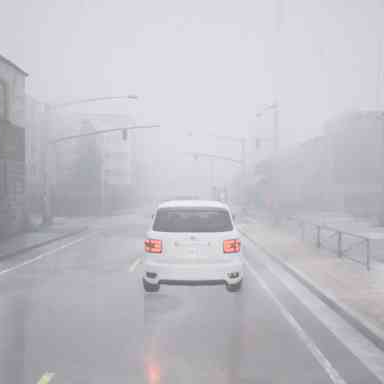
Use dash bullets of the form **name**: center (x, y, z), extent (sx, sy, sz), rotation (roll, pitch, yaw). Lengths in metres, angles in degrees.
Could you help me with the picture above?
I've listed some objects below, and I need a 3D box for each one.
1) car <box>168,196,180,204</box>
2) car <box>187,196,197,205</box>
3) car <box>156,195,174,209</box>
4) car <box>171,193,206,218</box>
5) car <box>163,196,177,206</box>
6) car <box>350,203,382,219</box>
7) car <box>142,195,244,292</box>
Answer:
- **car**: center (-3.643, 1.547, 67.582), extent (2.033, 1.411, 5.357), rotation (0, 0, 0)
- **car**: center (-0.014, 1.525, 60.029), extent (1.812, 1.442, 4.674), rotation (0, 0, 0)
- **car**: center (-3.687, 1.352, 46.563), extent (2.097, 1.767, 4.553), rotation (0, 0, 0)
- **car**: center (-0.241, 1.291, 35.139), extent (2.150, 2.045, 5.566), rotation (1, 3, 17)
- **car**: center (-3.692, 1.491, 56.944), extent (2.128, 1.511, 4.902), rotation (0, 0, 0)
- **car**: center (16.658, 1.740, 30.232), extent (4.181, 1.385, 1.994), rotation (0, 0, 0)
- **car**: center (0.036, 1.221, 9.050), extent (2.150, 2.045, 5.566), rotation (0, 0, 1)
